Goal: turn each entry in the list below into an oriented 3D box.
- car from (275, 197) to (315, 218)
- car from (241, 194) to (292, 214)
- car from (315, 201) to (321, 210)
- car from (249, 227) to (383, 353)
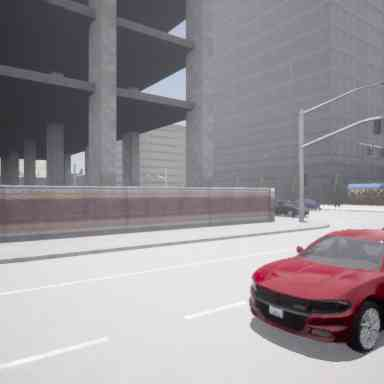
[{"bbox_3d":[8.522,1.503,30.851,1.837,1.490,4.892,0,0,-35],"label":"car"},{"bbox_3d":[8.195,1.220,37.309,2.150,2.045,5.566,0,0,-36],"label":"car"},{"bbox_3d":[13.811,1.524,41.767,1.812,1.442,4.674,0,0,-36],"label":"car"},{"bbox_3d":[3.259,1.477,6.312,5.008,1.535,1.882,0,0,-35],"label":"car"}]
